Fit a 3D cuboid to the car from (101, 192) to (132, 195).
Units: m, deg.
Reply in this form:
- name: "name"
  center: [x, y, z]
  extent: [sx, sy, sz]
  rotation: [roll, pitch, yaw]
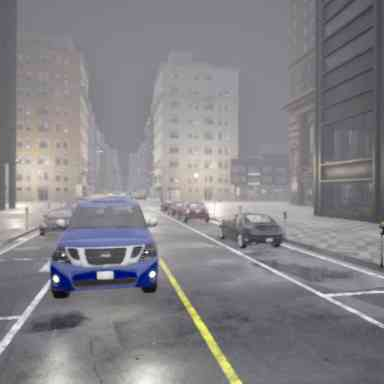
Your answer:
- name: "car"
  center: [-7.062, 1.180, 31.208]
  extent: [2.150, 2.045, 5.566]
  rotation: [0, 0, -13]

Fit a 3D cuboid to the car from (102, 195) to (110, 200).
- name: "car"
  center: [-21.516, 1.345, 83.206]
  extent: [1.947, 1.339, 4.313]
  rotation: [0, 0, -13]

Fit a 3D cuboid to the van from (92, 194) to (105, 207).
- name: "van"
  center: [-14.446, 1.251, 51.309]
  extent: [1.690, 1.788, 3.998]
  rotation: [0, 0, -12]

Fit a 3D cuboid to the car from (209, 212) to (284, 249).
- name: "car"
  center: [2.426, 1.560, 14.587]
  extent: [2.008, 1.369, 4.403]
  rotation: [0, 0, -12]

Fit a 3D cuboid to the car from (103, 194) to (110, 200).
- name: "car"
  center: [-22.703, 1.280, 88.561]
  extent: [1.752, 1.417, 4.829]
  rotation: [0, 0, -12]

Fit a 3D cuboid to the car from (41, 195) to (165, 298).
- name: "car"
  center: [-2.234, 1.215, 8.967]
  extent: [2.150, 2.045, 5.566]
  rotation: [0, 0, -13]

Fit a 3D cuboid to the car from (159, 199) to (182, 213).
- name: "car"
  center: [-2.455, 1.518, 36.609]
  extent: [1.887, 1.381, 4.507]
  rotation: [0, 0, -12]

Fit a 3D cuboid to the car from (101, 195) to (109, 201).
- name: "car"
  center: [-20.255, 1.329, 77.519]
  extent: [1.752, 1.417, 4.829]
  rotation: [0, 0, -13]

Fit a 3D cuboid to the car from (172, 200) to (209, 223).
- name: "car"
  center: [-0.014, 1.433, 25.598]
  extent: [1.967, 1.590, 4.097]
  rotation: [0, 0, -13]

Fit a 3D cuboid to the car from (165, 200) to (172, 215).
- name: "car"
  center: [-1.235, 1.565, 31.104]
  extent: [1.802, 1.307, 4.206]
  rotation: [0, 0, -12]

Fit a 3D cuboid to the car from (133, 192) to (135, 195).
- name: "car"
  center: [-14.411, 1.330, 90.548]
  extent: [1.887, 1.381, 4.507]
  rotation: [0, 0, -13]

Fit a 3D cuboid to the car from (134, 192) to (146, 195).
- name: "car"
  center: [-11.961, 1.150, 79.503]
  extent: [2.192, 1.841, 5.009]
  rotation: [0, 0, -13]

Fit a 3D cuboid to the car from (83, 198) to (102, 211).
- name: "car"
  center: [-12.005, 1.498, 40.295]
  extent: [1.947, 1.339, 4.313]
  rotation: [0, 0, -12]

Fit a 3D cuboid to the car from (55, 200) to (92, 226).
- name: "car"
  center: [-8.343, 1.401, 23.777]
  extent: [1.967, 1.590, 4.097]
  rotation: [0, 0, -12]

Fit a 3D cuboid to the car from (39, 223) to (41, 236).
- name: "car"
  center: [-7.123, 1.552, 18.270]
  extent: [1.802, 1.307, 4.206]
  rotation: [0, 0, -12]
